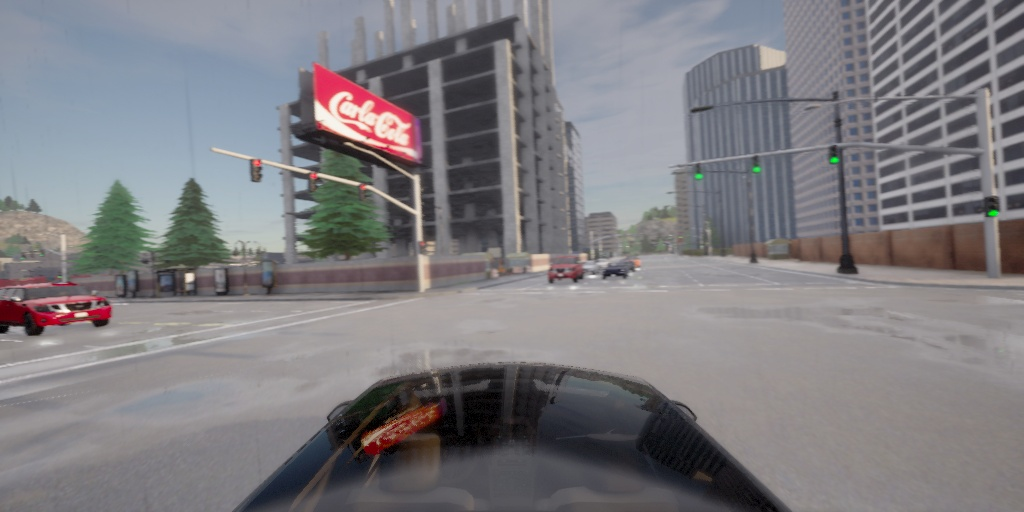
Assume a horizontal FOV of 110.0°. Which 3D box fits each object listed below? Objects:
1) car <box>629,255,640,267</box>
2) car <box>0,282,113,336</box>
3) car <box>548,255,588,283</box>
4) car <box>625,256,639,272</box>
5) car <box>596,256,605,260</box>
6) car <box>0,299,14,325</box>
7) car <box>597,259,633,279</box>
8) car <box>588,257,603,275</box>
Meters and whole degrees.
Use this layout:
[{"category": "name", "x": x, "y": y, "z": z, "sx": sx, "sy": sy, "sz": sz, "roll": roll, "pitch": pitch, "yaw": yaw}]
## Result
[{"category": "car", "x": 16.081, "y": 0.709, "z": 48.293, "sx": 2.097, "sy": 1.767, "sz": 4.553, "roll": -3, "pitch": -1, "yaw": 22}, {"category": "car", "x": -20.152, "y": 2.195, "z": 15.624, "sx": 5.566, "sy": 2.045, "sz": 2.150, "roll": -3, "pitch": -1, "yaw": 21}, {"category": "car", "x": 4.401, "y": 1.007, "z": 28.692, "sx": 2.150, "sy": 2.045, "sz": 5.566, "roll": -3, "pitch": -1, "yaw": 19}, {"category": "car", "x": 12.269, "y": 1.030, "z": 38.849, "sx": 1.994, "sy": 1.385, "sz": 4.181, "roll": -3, "pitch": -1, "yaw": 22}, {"category": "car", "x": 11.834, "y": 1.099, "z": 47.103, "sx": 1.812, "sy": 1.442, "sz": 4.674, "roll": -3, "pitch": -1, "yaw": 22}, {"category": "car", "x": -29.319, "y": 3.103, "z": 19.219, "sx": 4.718, "sy": 1.301, "sz": 1.895, "roll": -3, "pitch": -1, "yaw": 21}, {"category": "car", "x": 8.592, "y": 1.171, "z": 29.632, "sx": 1.895, "sy": 1.301, "sz": 4.718, "roll": -3, "pitch": -1, "yaw": 22}, {"category": "car", "x": 8.028, "y": 1.208, "z": 37.667, "sx": 1.812, "sy": 1.442, "sz": 4.674, "roll": -3, "pitch": -1, "yaw": 22}]
